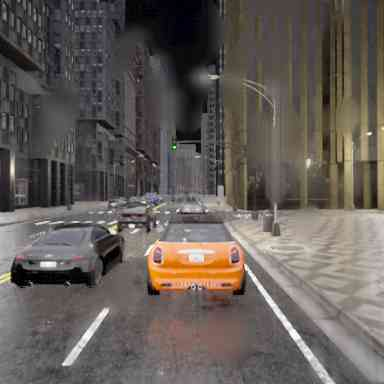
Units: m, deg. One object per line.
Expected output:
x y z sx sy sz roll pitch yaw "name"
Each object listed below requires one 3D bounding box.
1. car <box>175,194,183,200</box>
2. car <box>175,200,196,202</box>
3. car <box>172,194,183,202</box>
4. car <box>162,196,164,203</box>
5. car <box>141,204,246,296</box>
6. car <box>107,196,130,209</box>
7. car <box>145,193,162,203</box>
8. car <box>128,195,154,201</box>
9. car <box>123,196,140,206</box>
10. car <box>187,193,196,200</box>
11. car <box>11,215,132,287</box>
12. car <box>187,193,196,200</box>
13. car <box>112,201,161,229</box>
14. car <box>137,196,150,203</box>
-3.385 1.218 84.269 1.837 1.490 4.892 0 0 0 "car"
0.029 1.499 20.198 2.128 1.511 4.902 0 0 0 "car"
-3.369 1.257 74.234 2.097 1.767 4.553 0 0 0 "car"
-6.649 1.284 64.775 2.097 1.767 4.553 0 0 0 "car"
0.090 1.358 8.826 2.097 1.767 4.553 0 0 0 "car"
-9.927 1.471 44.420 2.128 1.511 4.902 0 0 -1 "car"
-6.694 1.179 54.371 2.150 2.045 5.566 0 0 0 "car"
-6.670 1.528 44.118 2.033 1.411 5.357 0 0 0 "car"
-9.928 1.462 54.889 1.837 1.490 4.892 0 0 0 "car"
-0.135 1.073 84.244 2.097 1.767 4.553 0 0 0 "car"
-3.167 1.571 9.352 1.994 1.385 4.181 0 0 0 "car"
-0.119 1.426 74.270 1.812 1.442 4.674 0 0 0 "car"
-3.183 1.513 19.955 1.837 1.490 4.892 0 1 0 "car"
-9.867 1.472 67.992 2.033 1.411 5.357 0 0 0 "car"
